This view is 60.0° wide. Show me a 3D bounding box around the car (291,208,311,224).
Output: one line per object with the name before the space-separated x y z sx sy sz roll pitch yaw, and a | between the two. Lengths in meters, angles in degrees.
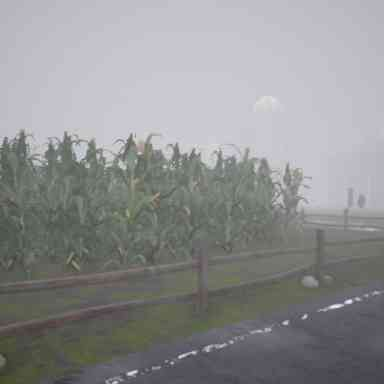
car | 8.079 1.958 29.116 1.812 1.442 4.674 1 -1 -36
